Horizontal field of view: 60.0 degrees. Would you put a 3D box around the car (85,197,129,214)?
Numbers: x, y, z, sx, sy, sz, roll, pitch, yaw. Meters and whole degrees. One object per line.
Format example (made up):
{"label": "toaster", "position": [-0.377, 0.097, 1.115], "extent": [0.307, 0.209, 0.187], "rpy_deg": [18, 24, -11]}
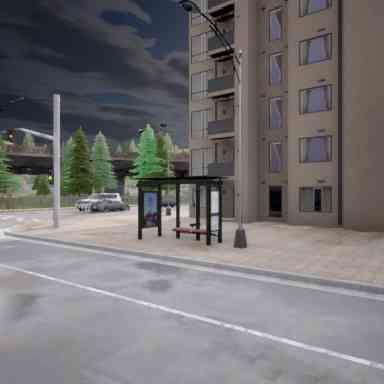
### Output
{"label": "car", "position": [-8.625, 1.508, 35.102], "extent": [1.994, 1.385, 4.181], "rpy_deg": [0, 0, 36]}

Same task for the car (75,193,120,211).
{"label": "car", "position": [-10.685, 1.166, 38.467], "extent": [2.150, 2.045, 5.566], "rpy_deg": [0, 0, 37]}

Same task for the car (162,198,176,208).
{"label": "car", "position": [-4.179, 1.492, 46.430], "extent": [2.033, 1.411, 5.357], "rpy_deg": [0, 0, 44]}
